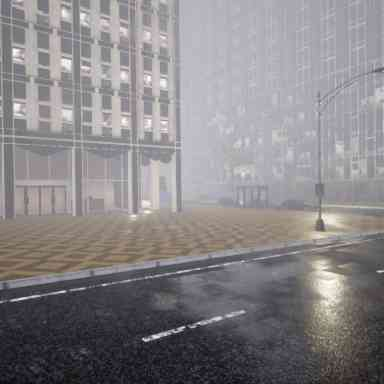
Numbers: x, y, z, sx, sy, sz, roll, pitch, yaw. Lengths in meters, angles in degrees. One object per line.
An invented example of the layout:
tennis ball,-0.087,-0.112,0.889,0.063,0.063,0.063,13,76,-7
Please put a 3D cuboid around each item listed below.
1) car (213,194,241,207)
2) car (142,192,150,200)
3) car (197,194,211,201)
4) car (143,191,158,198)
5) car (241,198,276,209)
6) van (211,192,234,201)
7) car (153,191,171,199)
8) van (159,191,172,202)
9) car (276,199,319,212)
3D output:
car,5.285,1.319,45.301,1.947,1.339,4.313,0,1,-34
car,-10.756,1.039,68.756,2.008,1.369,4.403,0,1,-34
car,2.587,1.043,64.128,1.802,1.307,4.206,0,1,-34
car,-10.282,0.686,82.868,1.967,1.590,4.097,0,1,-34
car,8.454,1.388,40.583,1.802,1.307,4.206,0,1,-34
van,5.804,0.855,59.439,1.690,1.788,3.998,0,1,-34
car,-7.065,0.615,78.181,2.192,1.841,5.009,0,1,-34
van,-4.321,0.937,59.383,1.690,1.788,3.998,0,1,-34
car,11.657,1.424,35.886,1.947,1.339,4.313,0,1,-34
